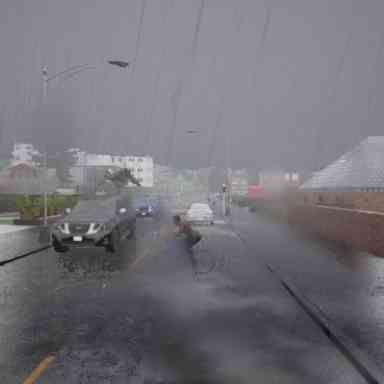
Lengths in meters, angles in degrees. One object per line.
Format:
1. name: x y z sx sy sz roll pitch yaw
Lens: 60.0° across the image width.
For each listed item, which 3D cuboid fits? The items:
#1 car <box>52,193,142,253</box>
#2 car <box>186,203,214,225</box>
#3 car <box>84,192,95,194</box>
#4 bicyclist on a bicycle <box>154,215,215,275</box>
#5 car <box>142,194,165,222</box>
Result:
1. car: -3.811 1.220 14.030 2.150 2.045 5.566 0 0 1
2. car: 0.580 1.525 23.648 1.812 1.442 4.674 0 0 1
3. car: -18.533 0.984 58.744 1.905 1.878 3.866 0 0 36
4. bicyclist on a bicycle: -0.231 1.446 8.955 1.656 1.620 0.582 -2 0 1
5. car: -3.447 1.221 26.998 2.150 2.045 5.566 0 0 1
